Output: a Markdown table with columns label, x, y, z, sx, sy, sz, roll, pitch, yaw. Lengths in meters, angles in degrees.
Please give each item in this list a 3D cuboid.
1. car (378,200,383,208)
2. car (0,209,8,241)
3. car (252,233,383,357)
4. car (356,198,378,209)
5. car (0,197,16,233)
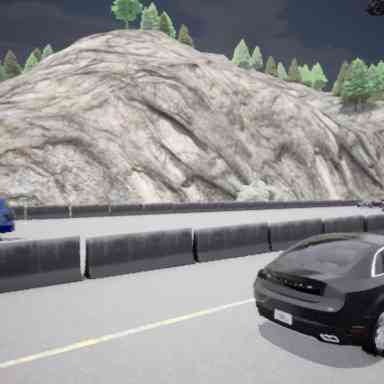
| label | x | y | z | sx | sy | sz | roll | pitch | yaw |
| --- | --- | --- | --- | --- | --- | --- | --- | --- | --- |
| car | 27.947 | 1.451 | 45.428 | 4.553 | 1.767 | 2.097 | 0 | 0 | -35 |
| car | -8.866 | 1.465 | 10.584 | 4.902 | 1.511 | 2.128 | 0 | 0 | -36 |
| car | 3.247 | 1.515 | 6.094 | 4.892 | 1.490 | 1.837 | 0 | 0 | -36 |
| car | 25.764 | 1.619 | 48.172 | 4.674 | 1.442 | 1.812 | 0 | 0 | -35 |
| car | -10.425 | 1.191 | 13.772 | 5.566 | 2.045 | 2.150 | 0 | 0 | -36 |
